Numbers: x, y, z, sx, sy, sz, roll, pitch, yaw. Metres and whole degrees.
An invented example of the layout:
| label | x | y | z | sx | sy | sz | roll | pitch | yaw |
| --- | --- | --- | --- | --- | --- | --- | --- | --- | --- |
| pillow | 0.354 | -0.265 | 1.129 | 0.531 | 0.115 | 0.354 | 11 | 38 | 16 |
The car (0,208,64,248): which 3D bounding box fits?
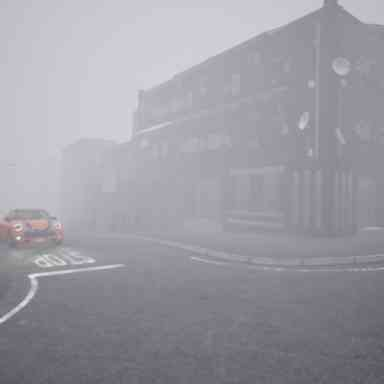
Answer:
| label | x | y | z | sx | sy | sz | roll | pitch | yaw |
| --- | --- | --- | --- | --- | --- | --- | --- | --- | --- |
| car | -7.611 | 1.562 | 15.634 | 2.097 | 1.767 | 4.553 | 2 | -4 | -36 |
